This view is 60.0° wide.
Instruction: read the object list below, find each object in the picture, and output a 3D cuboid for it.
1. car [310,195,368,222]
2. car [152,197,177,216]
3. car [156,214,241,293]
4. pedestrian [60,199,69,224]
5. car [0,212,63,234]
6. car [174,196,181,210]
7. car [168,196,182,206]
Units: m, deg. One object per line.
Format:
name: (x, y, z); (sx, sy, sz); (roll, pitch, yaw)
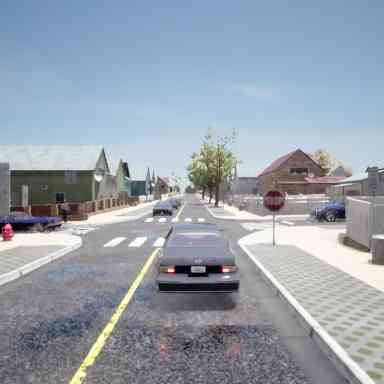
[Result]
car: (10.406, 1.067, 22.568); (4.553, 1.767, 2.097); (-2, -1, 2)
car: (-2.794, 1.549, 32.754); (2.033, 1.411, 5.357); (0, 0, -1)
car: (0.080, 1.550, 8.972); (2.033, 1.411, 5.357); (0, 0, -1)
pedestrian: (-9.673, 1.462, 25.301); (0.375, 1.860, 0.375); (0, 0, 0)
car: (-10.159, 1.814, 19.431); (4.718, 1.301, 1.895); (-2, -1, 0)
car: (-2.805, 1.565, 43.248); (1.994, 1.385, 4.181); (0, 0, 1)
car: (-2.797, 1.489, 55.027); (2.128, 1.511, 4.902); (0, 0, 0)
